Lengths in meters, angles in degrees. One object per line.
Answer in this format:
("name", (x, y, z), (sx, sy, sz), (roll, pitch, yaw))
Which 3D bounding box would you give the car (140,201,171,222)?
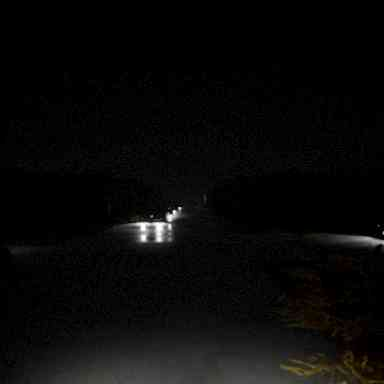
("car", (-3.124, 1.724, 27.726), (1.994, 1.385, 4.181), (0, 0, 0))

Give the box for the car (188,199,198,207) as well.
("car", (0.265, 2.264, 69.338), (2.128, 1.511, 4.902), (0, -1, 0))

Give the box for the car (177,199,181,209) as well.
("car", (-3.071, 1.808, 48.384), (2.128, 1.511, 4.902), (0, -1, 0))

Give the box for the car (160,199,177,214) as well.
("car", (-3.105, 1.689, 37.927), (1.837, 1.490, 4.892), (0, 0, 0))
